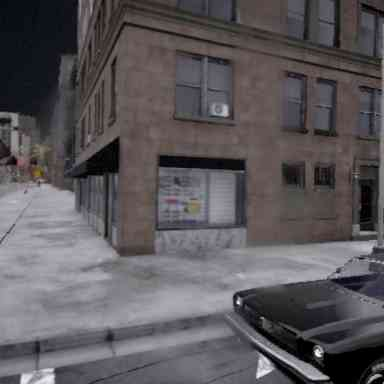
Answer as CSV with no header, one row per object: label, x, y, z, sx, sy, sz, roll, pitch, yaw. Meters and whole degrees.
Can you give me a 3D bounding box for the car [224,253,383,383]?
car,2.873,1.598,4.580,4.718,1.301,1.895,1,1,-23
